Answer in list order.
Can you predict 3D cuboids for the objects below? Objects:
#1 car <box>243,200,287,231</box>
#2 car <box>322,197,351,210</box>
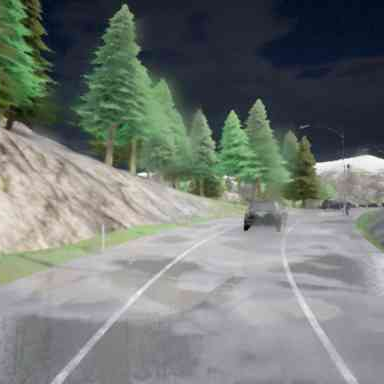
[{"bbox_3d":[4.507,1.270,20.063,2.097,1.767,4.553,-2,0,21],"label":"car"},{"bbox_3d":[16.459,1.266,37.828,4.674,1.442,1.812,0,-3,-45],"label":"car"}]
